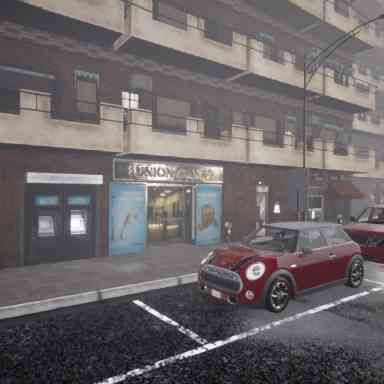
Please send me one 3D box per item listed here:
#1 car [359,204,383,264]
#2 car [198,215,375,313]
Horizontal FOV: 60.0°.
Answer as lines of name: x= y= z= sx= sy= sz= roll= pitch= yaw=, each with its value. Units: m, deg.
car: x=6.588 y=1.321 z=10.815 sx=5.009 sy=1.841 sz=2.192 roll=0 pitch=0 yaw=-36
car: x=2.087 y=1.442 z=7.593 sx=4.097 sy=1.590 sz=1.967 roll=0 pitch=0 yaw=-36
